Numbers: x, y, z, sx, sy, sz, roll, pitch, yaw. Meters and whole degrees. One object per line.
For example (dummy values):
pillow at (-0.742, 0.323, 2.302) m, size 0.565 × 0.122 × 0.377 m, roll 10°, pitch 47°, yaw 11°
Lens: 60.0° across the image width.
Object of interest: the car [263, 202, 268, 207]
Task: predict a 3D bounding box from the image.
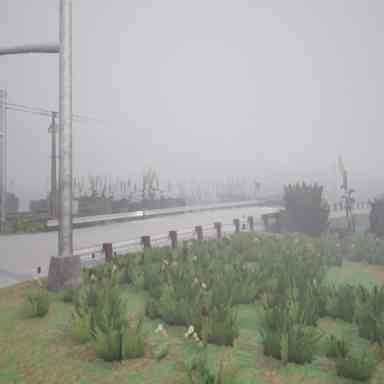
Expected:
car at (9.277, 0.824, 33.557) m, size 2.033 × 1.411 × 5.357 m, roll 0°, pitch 0°, yaw 43°
